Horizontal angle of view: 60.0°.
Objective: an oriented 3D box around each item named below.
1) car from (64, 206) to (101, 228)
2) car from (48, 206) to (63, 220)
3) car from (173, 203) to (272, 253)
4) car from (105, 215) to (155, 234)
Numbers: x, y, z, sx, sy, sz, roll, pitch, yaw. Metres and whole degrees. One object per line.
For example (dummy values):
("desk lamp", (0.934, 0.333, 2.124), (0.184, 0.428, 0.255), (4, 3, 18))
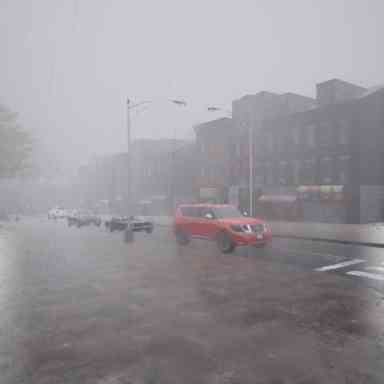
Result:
("car", (-10.464, 2.440, 32.182), (2.097, 1.767, 4.553), (0, -2, -35))
("car", (-20.634, 3.198, 51.508), (2.150, 2.045, 5.566), (0, -2, -35))
("car", (1.182, 1.565, 15.849), (2.150, 2.045, 5.566), (0, -2, -35))
("car", (-4.532, 2.290, 23.854), (1.895, 1.301, 4.718), (0, -2, -36))
